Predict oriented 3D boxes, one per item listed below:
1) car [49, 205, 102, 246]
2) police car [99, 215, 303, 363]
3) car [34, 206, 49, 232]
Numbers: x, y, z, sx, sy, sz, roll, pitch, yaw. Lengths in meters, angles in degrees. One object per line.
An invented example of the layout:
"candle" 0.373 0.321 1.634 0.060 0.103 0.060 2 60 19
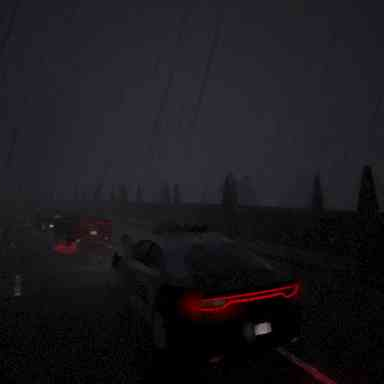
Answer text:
"car" -5.350 1.558 15.915 1.882 1.535 5.008 0 0 -31
"police car" -0.252 1.438 6.311 1.930 1.638 5.238 -1 0 -25
"car" -8.897 1.631 21.470 1.837 1.490 4.892 0 0 -34
